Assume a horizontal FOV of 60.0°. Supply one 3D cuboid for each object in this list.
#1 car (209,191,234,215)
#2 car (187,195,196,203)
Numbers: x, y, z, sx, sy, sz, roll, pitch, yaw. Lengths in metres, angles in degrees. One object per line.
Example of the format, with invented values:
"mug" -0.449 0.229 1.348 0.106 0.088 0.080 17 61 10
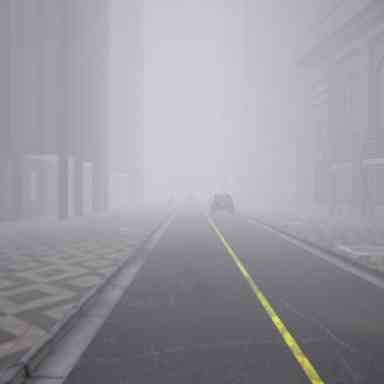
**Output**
"car" 3.014 1.207 34.333 2.150 2.045 5.566 0 0 0
"car" -0.134 1.322 66.226 1.882 1.535 5.008 0 0 0
